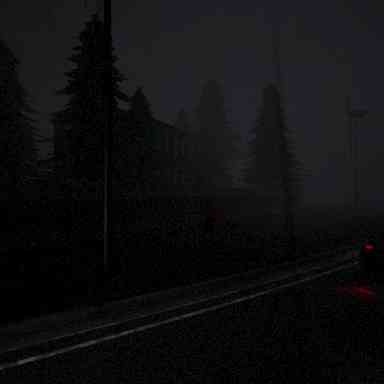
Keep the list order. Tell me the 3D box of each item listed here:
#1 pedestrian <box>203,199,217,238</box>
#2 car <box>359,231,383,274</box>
[{"bbox_3d":[0.802,1.141,15.143,0.375,1.860,0.375,0,0,-43],"label":"pedestrian"},{"bbox_3d":[6.478,1.565,9.498,4.181,1.385,1.994,0,0,-43],"label":"car"}]
